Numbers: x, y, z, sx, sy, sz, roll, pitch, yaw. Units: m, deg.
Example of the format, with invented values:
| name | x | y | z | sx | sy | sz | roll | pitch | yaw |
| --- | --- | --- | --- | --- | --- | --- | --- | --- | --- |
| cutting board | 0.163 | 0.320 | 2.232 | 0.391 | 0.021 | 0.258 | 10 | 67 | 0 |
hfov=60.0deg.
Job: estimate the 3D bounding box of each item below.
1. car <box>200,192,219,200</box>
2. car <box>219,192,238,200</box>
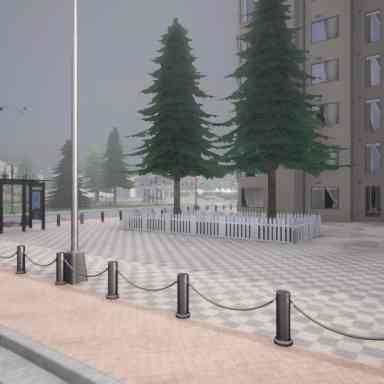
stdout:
| name | x | y | z | sx | sy | sz | roll | pitch | yaw |
| --- | --- | --- | --- | --- | --- | --- | --- | --- | --- |
| car | 5.155 | 1.384 | 91.423 | 3.806 | 1.475 | 1.970 | 0 | 0 | 35 |
| car | 9.519 | 1.374 | 84.721 | 3.633 | 1.501 | 1.845 | 0 | 0 | 35 |
